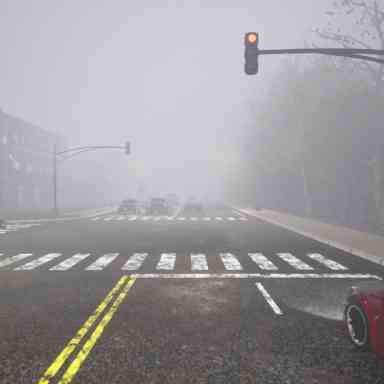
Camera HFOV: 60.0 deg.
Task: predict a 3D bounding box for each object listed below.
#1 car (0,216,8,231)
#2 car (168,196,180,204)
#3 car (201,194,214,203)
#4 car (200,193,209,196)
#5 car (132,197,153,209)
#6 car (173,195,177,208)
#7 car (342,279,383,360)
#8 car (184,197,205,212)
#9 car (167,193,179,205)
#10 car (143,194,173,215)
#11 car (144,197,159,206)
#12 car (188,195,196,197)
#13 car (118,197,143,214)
[{"bbox_3d":[-12.740,1.592,18.001,5.008,1.535,1.882,-2,1,-3],"label":"car"},{"bbox_3d":[-3.406,1.523,64.569,2.033,1.411,5.357,0,0,0],"label":"car"},{"bbox_3d":[3.235,1.576,66.113,1.895,1.301,4.718,0,0,0],"label":"car"},{"bbox_3d":[3.123,1.194,76.296,2.150,2.045,5.566,0,0,0],"label":"car"},{"bbox_3d":[-6.663,1.476,45.098,2.128,1.511,4.902,0,0,0],"label":"car"},{"bbox_3d":[-3.411,1.533,43.607,2.033,1.411,5.357,0,0,1],"label":"car"},{"bbox_3d":[3.347,1.563,3.531,1.994,1.385,4.181,0,0,0],"label":"car"},{"bbox_3d":[0.086,1.589,37.515,1.895,1.301,4.718,0,0,-1],"label":"car"},{"bbox_3d":[-3.425,1.202,53.965,2.150,2.045,5.566,0,0,1],"label":"car"},{"bbox_3d":[-3.403,1.342,34.133,2.097,1.767,4.553,0,0,0],"label":"car"},{"bbox_3d":[-6.668,1.506,55.231,1.812,1.442,4.674,0,0,0],"label":"car"},{"bbox_3d":[-0.014,1.326,67.068,2.097,1.767,4.553,0,0,0],"label":"car"},{"bbox_3d":[-6.653,1.494,35.675,1.837,1.490,4.892,0,0,0],"label":"car"}]
